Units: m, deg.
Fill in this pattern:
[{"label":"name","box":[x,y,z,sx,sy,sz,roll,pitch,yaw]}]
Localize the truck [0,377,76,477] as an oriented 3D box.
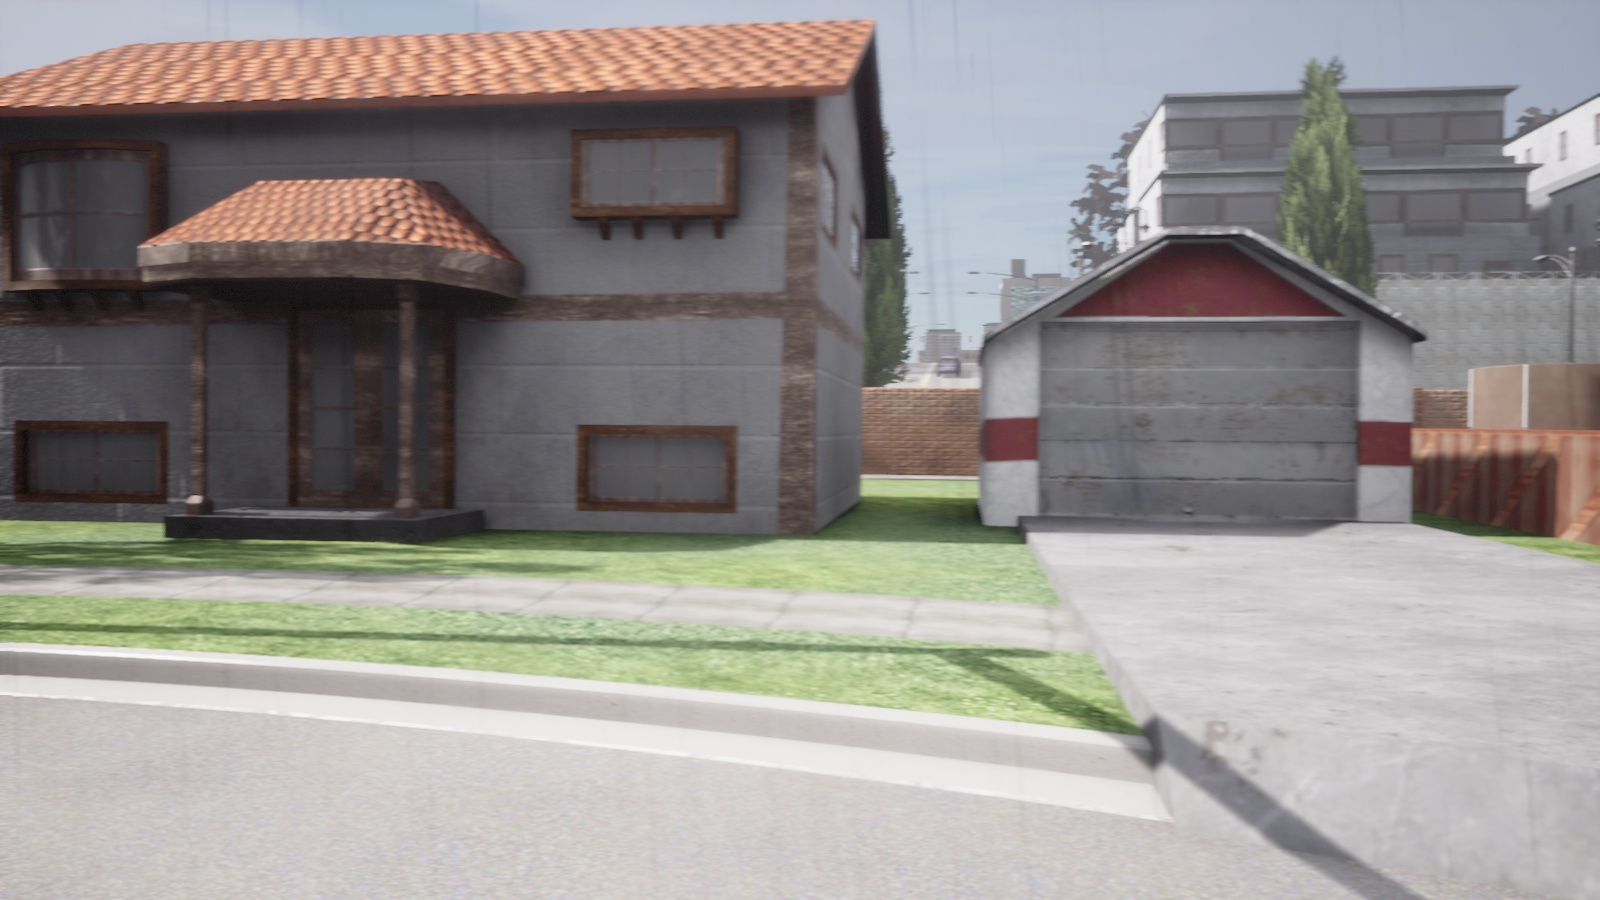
[{"label":"truck","box":[-33.711,-0.863,49.989,8.468,3.827,2.891,0,1,8]}]
